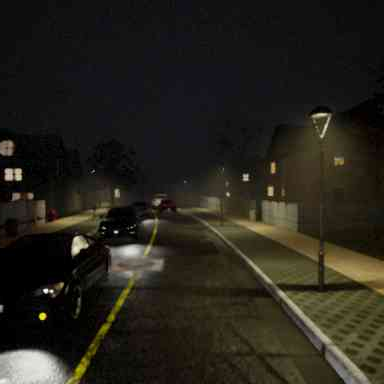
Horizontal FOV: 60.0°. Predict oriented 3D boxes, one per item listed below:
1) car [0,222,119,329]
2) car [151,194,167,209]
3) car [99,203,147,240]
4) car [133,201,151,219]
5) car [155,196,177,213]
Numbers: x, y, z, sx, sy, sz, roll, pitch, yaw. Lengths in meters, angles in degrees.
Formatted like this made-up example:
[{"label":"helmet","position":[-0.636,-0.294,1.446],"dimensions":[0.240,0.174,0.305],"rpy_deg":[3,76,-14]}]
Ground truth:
[{"label":"car","position":[-3.015,1.573,7.001],"dimensions":[1.994,1.385,4.181],"rpy_deg":[0,0,-1]},{"label":"car","position":[-4.522,1.353,47.375],"dimensions":[2.150,2.045,5.566],"rpy_deg":[0,0,-11]},{"label":"car","position":[-3.520,1.522,17.080],"dimensions":[1.837,1.490,4.892],"rpy_deg":[0,0,-4]},{"label":"car","position":[-4.706,1.557,29.799],"dimensions":[1.812,1.442,4.674],"rpy_deg":[0,0,-7]},{"label":"car","position":[-2.777,1.561,37.138],"dimensions":[1.837,1.490,4.892],"rpy_deg":[0,0,-9]}]
